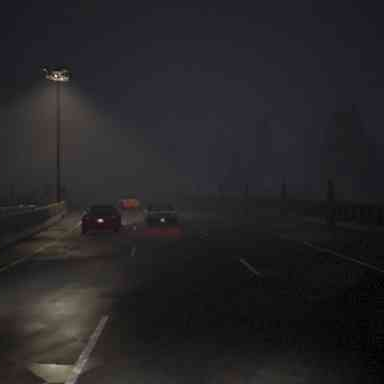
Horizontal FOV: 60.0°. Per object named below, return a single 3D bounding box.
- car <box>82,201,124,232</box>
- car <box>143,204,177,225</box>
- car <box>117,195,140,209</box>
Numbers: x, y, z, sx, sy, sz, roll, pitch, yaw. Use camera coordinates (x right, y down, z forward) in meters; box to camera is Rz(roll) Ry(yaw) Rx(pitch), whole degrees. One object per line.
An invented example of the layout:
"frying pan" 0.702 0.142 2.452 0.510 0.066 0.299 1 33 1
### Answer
"car" -5.131 1.436 19.163 1.994 1.385 4.181 0 0 -11
"car" -2.278 1.441 22.682 1.895 1.301 4.718 0 0 -12
"car" -7.555 1.083 39.258 2.097 1.767 4.553 0 0 -22
